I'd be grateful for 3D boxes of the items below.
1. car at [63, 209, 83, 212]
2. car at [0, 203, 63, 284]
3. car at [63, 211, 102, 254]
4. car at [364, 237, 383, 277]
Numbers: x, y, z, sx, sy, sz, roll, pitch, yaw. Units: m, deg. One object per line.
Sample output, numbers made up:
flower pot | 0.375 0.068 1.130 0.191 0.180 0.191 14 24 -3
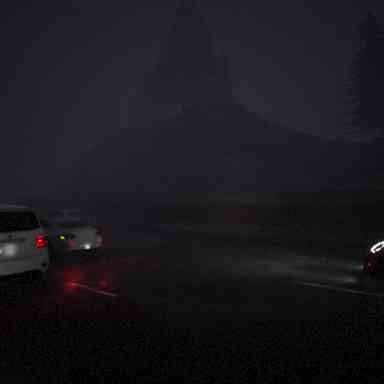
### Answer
car | -7.404 1.718 19.515 4.674 1.442 1.812 -1 -1 43
car | -5.944 1.324 8.818 5.566 2.045 2.150 -1 -1 40
car | -5.340 1.656 12.928 4.674 1.442 1.812 -1 0 41
car | 6.671 1.372 7.937 4.553 1.767 2.097 -1 -1 35
